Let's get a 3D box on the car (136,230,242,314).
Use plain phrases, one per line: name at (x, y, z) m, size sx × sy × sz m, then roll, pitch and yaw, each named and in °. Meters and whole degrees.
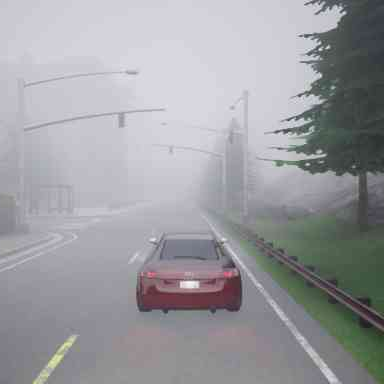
car at (-0.076, 1.564, 7.723) m, size 1.994 × 1.385 × 4.181 m, roll 0°, pitch 0°, yaw -1°
